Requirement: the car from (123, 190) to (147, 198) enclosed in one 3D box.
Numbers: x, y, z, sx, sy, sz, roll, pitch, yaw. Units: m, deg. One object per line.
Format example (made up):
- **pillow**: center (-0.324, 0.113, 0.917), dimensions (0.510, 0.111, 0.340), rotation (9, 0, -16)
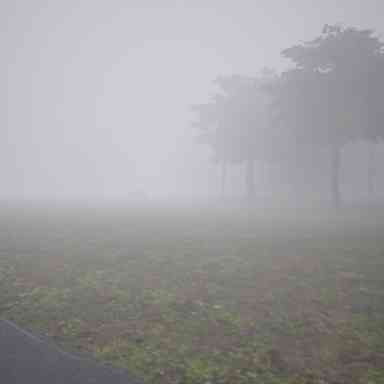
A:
- **car**: center (-10.625, 0.384, 62.351), dimensions (1.882, 1.535, 5.008), rotation (2, 4, 36)
